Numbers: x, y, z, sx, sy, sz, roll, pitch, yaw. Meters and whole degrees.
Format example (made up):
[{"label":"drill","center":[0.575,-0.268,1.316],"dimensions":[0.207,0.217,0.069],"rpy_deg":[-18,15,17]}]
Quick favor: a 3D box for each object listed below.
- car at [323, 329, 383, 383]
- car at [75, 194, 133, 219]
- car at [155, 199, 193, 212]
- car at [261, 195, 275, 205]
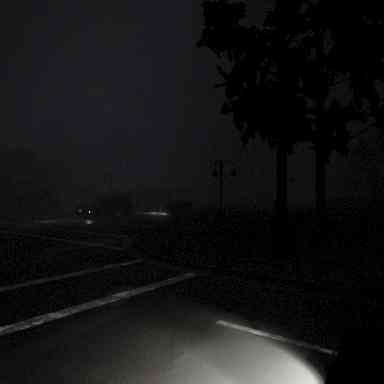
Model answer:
[{"label":"car","center":[2.915,1.564,1.894],"dimensions":[4.181,1.385,1.994],"rpy_deg":[0,0,36]},{"label":"car","center":[-7.765,1.222,30.031],"dimensions":[2.150,2.045,5.566],"rpy_deg":[0,0,35]},{"label":"car","center":[-1.963,1.547,38.596],"dimensions":[2.033,1.411,5.357],"rpy_deg":[0,0,34]},{"label":"car","center":[13.856,1.347,60.760],"dimensions":[2.097,1.767,4.553],"rpy_deg":[0,0,7]}]
